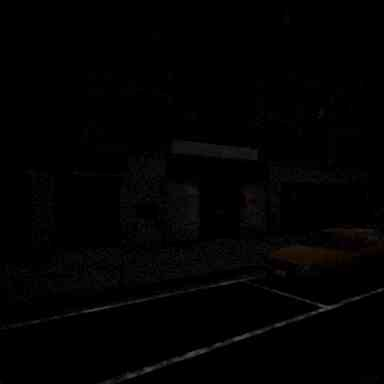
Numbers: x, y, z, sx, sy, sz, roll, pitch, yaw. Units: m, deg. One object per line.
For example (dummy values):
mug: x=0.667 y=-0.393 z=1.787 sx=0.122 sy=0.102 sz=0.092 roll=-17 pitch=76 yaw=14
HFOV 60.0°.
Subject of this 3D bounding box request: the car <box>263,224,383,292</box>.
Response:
car: x=4.003 y=1.575 z=9.034 sx=4.829 sy=1.417 sz=1.752 roll=0 pitch=0 yaw=-35
